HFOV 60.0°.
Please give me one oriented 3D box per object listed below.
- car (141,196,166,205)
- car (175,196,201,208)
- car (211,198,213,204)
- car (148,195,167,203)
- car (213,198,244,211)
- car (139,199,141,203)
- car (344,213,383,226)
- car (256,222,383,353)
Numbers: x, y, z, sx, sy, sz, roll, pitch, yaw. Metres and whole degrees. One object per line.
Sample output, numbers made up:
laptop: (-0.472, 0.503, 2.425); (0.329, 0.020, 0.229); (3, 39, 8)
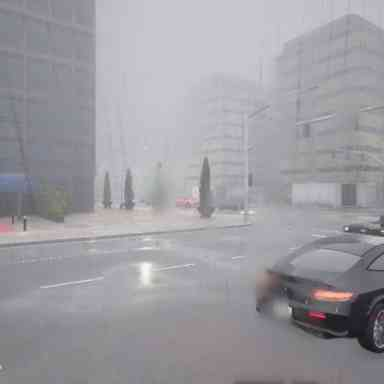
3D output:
car: (-6.196, 1.564, 55.671); (1.994, 1.385, 4.181); (0, 0, -35)
car: (-0.500, 1.352, 47.535); (2.097, 1.767, 4.553); (0, 0, -35)
car: (2.347, 1.526, 56.006); (1.812, 1.442, 4.674); (0, 0, -35)
car: (-7.325, 1.503, 69.726); (1.837, 1.490, 4.892); (0, 0, -35)
car: (4.885, 1.564, 39.858); (1.994, 1.385, 4.181); (0, 0, -35)
car: (-8.767, 1.564, 65.750); (1.994, 1.385, 4.181); (0, 0, -35)
car: (8.569, 1.601, 14.449); (4.718, 1.301, 1.895); (0, 0, -36)
car: (3.190, 1.526, 6.098); (4.674, 1.442, 1.812); (0, 0, -35)
